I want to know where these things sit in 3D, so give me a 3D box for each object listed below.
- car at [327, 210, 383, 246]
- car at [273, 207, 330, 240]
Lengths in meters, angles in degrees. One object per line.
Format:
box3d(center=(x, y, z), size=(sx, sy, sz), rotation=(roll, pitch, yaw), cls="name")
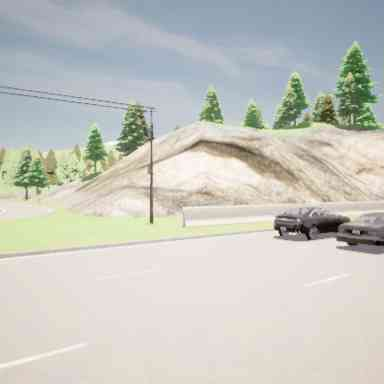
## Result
box3d(center=(8.269, 1.562, 14.066), size=(5.357, 1.411, 2.033), rotation=(0, 0, -35), cls="car")
box3d(center=(6.236, 1.494, 16.916), size=(4.902, 1.511, 2.128), rotation=(0, 0, -35), cls="car")
